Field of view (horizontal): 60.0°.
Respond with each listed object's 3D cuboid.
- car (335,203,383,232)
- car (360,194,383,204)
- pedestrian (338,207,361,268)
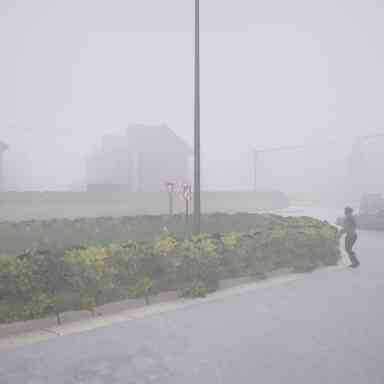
[{"bbox_3d":[10.433,1.548,17.782,2.033,1.411,5.357,0,0,-29],"label":"car"},{"bbox_3d":[19.928,1.221,36.528,2.150,2.045,5.566,0,0,34],"label":"car"},{"bbox_3d":[4.673,1.294,9.826,0.375,1.860,0.375,0,0,-40],"label":"pedestrian"}]
